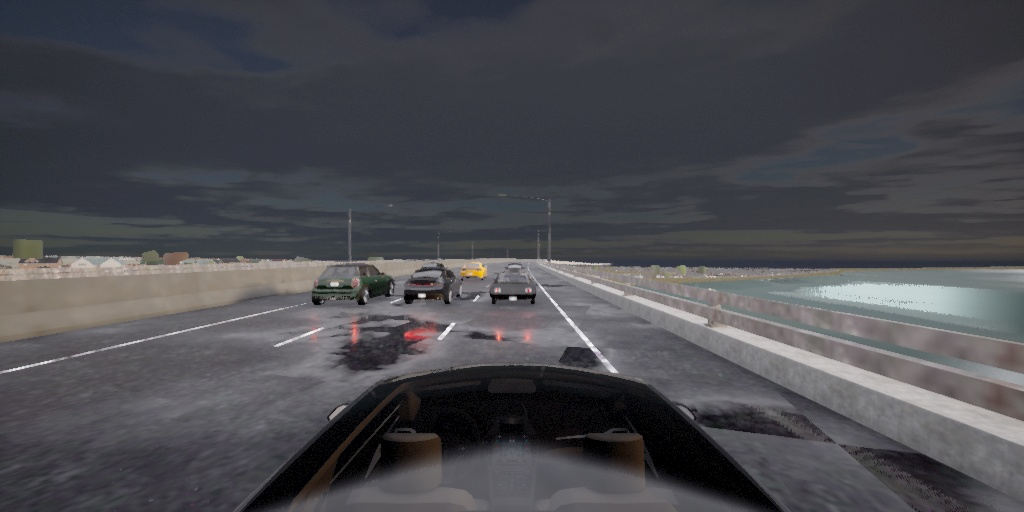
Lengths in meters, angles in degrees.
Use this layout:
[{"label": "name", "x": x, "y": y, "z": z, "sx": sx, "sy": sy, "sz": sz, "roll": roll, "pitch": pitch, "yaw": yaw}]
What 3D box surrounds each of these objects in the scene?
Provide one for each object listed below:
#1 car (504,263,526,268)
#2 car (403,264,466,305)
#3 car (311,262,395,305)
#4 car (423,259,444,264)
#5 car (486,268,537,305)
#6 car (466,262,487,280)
[{"label": "car", "x": 0.254, "y": 1.318, "z": 31.063, "sx": 1.812, "sy": 1.442, "sz": 4.674, "roll": 0, "pitch": 0, "yaw": 1}, {"label": "car", "x": -3.438, "y": 1.278, "z": 16.198, "sx": 1.837, "sy": 1.490, "sz": 4.892, "roll": 0, "pitch": 0, "yaw": 0}, {"label": "car", "x": -6.937, "y": 1.128, "z": 16.198, "sx": 2.097, "sy": 1.767, "sz": 4.553, "roll": 0, "pitch": 0, "yaw": 0}, {"label": "car", "x": -6.745, "y": 1.303, "z": 31.183, "sx": 1.837, "sy": 1.490, "sz": 4.892, "roll": 0, "pitch": 0, "yaw": 1}, {"label": "car", "x": 0.063, "y": 1.377, "z": 16.199, "sx": 1.895, "sy": 1.301, "sz": 4.718, "roll": 0, "pitch": 0, "yaw": 0}, {"label": "car", "x": -3.246, "y": 1.270, "z": 31.123, "sx": 1.882, "sy": 1.535, "sz": 5.008, "roll": 0, "pitch": 0, "yaw": 1}]
